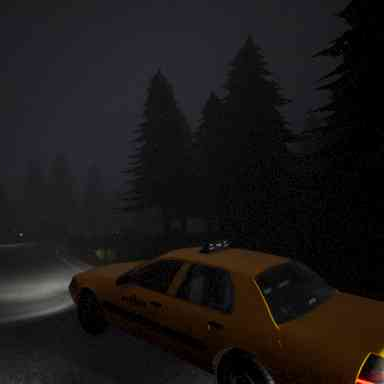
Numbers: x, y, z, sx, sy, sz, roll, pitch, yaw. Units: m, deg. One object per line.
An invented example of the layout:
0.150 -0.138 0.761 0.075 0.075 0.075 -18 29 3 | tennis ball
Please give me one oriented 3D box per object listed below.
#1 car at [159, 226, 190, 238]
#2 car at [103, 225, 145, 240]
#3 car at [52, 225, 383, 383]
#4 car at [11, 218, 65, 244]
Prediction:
-2.308 5.542 46.279 1.882 1.535 5.008 -5 -8 30 | car
-7.433 4.509 36.974 2.033 1.411 5.357 -4 -8 20 | car
0.125 1.441 4.751 5.366 1.575 1.801 0 1 43 | car
-12.731 3.227 28.177 2.150 2.045 5.566 -4 -7 7 | car
